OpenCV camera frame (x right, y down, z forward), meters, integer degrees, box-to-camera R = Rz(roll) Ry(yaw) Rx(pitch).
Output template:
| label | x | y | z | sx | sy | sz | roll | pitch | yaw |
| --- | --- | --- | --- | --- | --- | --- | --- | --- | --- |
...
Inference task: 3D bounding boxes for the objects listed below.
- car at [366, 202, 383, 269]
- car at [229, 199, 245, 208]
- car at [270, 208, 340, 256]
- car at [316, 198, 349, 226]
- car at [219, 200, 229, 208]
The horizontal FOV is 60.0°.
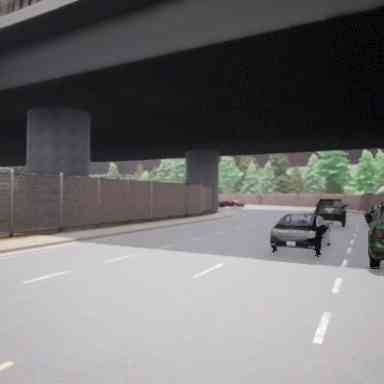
| label | x | y | z | sx | sy | sz | roll | pitch | yaw |
| --- | --- | --- | --- | --- | --- | --- | --- | --- | --- |
| car | 7.208 | 1.362 | 11.237 | 2.150 | 2.045 | 5.566 | 0 | 0 | 28 |
| car | 7.398 | 2.020 | 59.037 | 1.882 | 1.535 | 5.008 | 1 | -1 | -30 |
| car | 4.670 | 1.637 | 13.891 | 2.128 | 1.511 | 4.902 | 0 | 0 | 29 |
| car | 11.030 | 1.512 | 26.296 | 2.150 | 2.045 | 5.566 | 0 | 0 | 25 |
| car | 3.827 | 2.115 | 58.325 | 1.895 | 1.301 | 4.718 | 1 | -1 | -32 |
